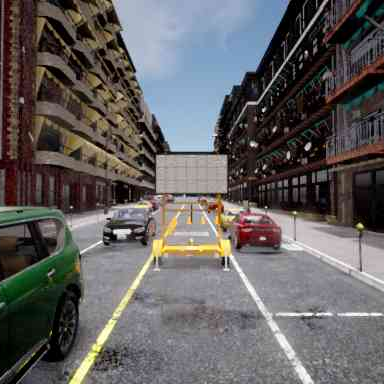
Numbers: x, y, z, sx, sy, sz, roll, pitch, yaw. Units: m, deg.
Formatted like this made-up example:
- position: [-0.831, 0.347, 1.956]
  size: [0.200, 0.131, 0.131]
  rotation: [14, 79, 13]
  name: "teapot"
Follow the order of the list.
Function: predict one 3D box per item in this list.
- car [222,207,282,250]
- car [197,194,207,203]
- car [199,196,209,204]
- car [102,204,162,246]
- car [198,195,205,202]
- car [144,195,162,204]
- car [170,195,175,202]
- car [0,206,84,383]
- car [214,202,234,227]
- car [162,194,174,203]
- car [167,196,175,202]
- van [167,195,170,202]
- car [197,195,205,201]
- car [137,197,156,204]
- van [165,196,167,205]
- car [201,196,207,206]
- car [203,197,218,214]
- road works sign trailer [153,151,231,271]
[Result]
- position: [2.569, 1.561, 14.302]
  size: [1.887, 1.381, 4.507]
  rotation: [1, 0, 0]
  name: "car"
- position: [2.456, 1.541, 80.673]
  size: [2.192, 1.841, 5.009]
  rotation: [1, 0, 0]
  name: "car"
- position: [2.509, 1.616, 69.610]
  size: [1.967, 1.590, 4.097]
  rotation: [1, 0, 0]
  name: "car"
- position: [-2.771, 1.509, 15.500]
  size: [2.128, 1.511, 4.902]
  rotation: [0, 0, 0]
  name: "car"
- position: [2.513, 1.676, 58.548]
  size: [1.887, 1.381, 4.507]
  rotation: [1, 0, 0]
  name: "car"
- position: [-5.340, 1.392, 42.010]
  size: [2.192, 1.841, 5.009]
  rotation: [2, 0, 0]
  name: "car"
- position: [-5.376, 1.492, 69.661]
  size: [2.192, 1.841, 5.009]
  rotation: [1, 0, 0]
  name: "car"
- position: [-2.745, 1.224, 3.005]
  size: [2.150, 2.045, 5.566]
  rotation: [0, 0, 0]
  name: "car"
- position: [2.562, 1.551, 20.004]
  size: [1.752, 1.417, 4.829]
  rotation: [1, 0, 0]
  name: "car"
- position: [-5.383, 1.516, 75.191]
  size: [2.192, 1.841, 5.009]
  rotation: [1, 0, 0]
  name: "car"
- position: [-5.403, 1.819, 86.253]
  size: [1.947, 1.339, 4.313]
  rotation: [1, 0, 0]
  name: "car"
- position: [-5.362, 1.472, 58.601]
  size: [1.690, 1.788, 3.998]
  rotation: [1, 0, 0]
  name: "van"
- position: [2.439, 1.723, 91.735]
  size: [1.967, 1.590, 4.097]
  rotation: [1, 0, 0]
  name: "car"
- position: [-5.338, 1.588, 36.308]
  size: [1.752, 1.417, 4.829]
  rotation: [2, 0, 0]
  name: "car"
- position: [-5.355, 1.452, 53.069]
  size: [1.690, 1.788, 3.998]
  rotation: [2, 0, 0]
  name: "van"
- position: [2.534, 1.628, 41.956]
  size: [2.008, 1.369, 4.403]
  rotation: [1, 0, 0]
  name: "car"
- position: [2.541, 1.608, 36.425]
  size: [1.887, 1.381, 4.507]
  rotation: [1, 0, 0]
  name: "car"
- position: [-0.012, 0.475, 10.965]
  size: [2.380, 3.560, 2.880]
  rotation: [0, 0, 0]
  name: "road works sign trailer"
